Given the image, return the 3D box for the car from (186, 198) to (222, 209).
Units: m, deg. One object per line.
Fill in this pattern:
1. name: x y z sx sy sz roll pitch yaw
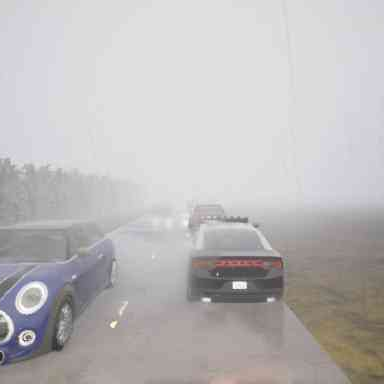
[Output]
1. car: 0.853 1.373 18.263 2.097 1.767 4.553 0 0 0

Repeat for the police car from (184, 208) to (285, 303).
1. police car: 0.838 1.430 8.401 1.930 1.638 5.238 0 0 0

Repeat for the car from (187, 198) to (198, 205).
1. car: 0.102 1.779 63.363 1.994 1.385 4.181 0 0 0

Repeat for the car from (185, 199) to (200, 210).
1. car: 0.101 1.676 46.015 2.033 1.411 5.357 0 0 1

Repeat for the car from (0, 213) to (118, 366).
1. car: -2.839 1.354 6.144 2.097 1.767 4.553 0 0 0

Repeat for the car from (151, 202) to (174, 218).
1. car: -2.698 1.628 31.257 1.994 1.385 4.181 0 0 0

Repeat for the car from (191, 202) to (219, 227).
1. car: 0.864 1.544 24.293 1.837 1.490 4.892 0 0 0
